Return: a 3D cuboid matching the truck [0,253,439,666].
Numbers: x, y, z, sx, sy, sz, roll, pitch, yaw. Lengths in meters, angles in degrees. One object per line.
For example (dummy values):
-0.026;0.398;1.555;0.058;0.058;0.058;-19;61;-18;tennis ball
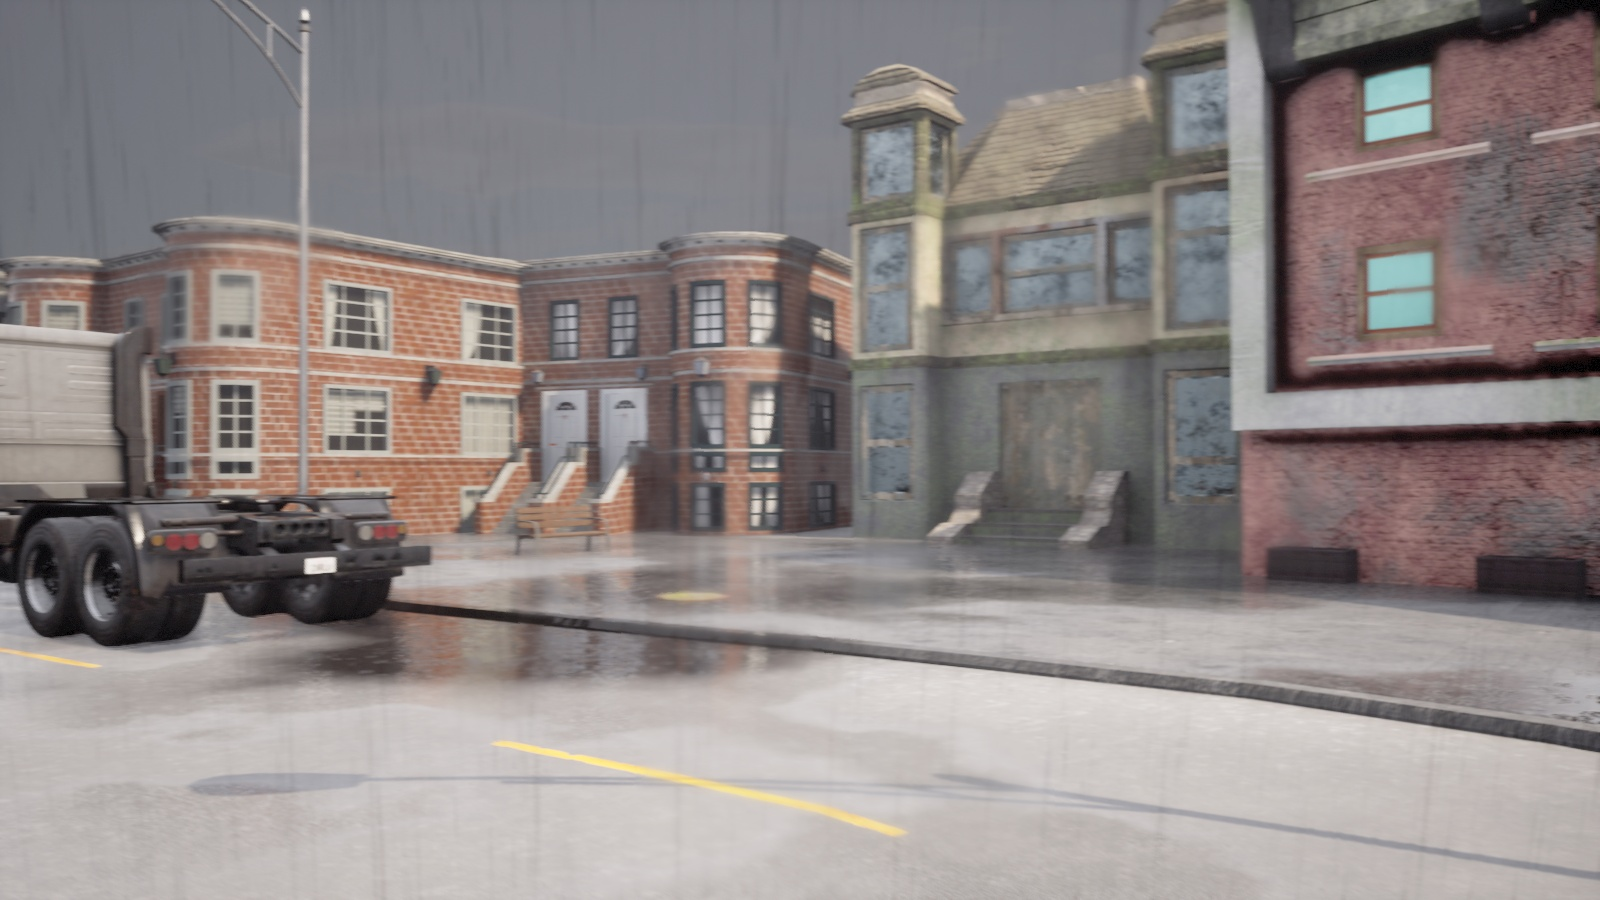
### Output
-7.794;0.169;13.982;7.936;3.462;2.891;-2;-1;35;truck
